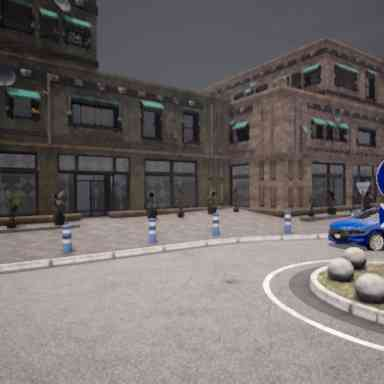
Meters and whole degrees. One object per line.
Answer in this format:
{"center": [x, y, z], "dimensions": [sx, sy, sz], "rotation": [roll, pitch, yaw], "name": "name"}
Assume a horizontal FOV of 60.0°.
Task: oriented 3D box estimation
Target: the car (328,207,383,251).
{"center": [7.794, 1.323, 13.174], "dimensions": [5.008, 1.535, 1.882], "rotation": [-1, 1, -18], "name": "car"}
